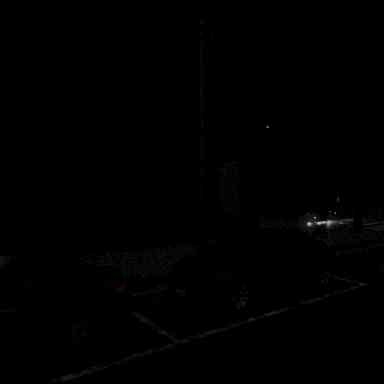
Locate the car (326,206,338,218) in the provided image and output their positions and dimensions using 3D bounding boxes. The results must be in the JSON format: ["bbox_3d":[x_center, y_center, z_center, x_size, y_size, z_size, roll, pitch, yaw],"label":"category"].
[{"bbox_3d":[10.264,1.479,29.125,1.837,1.490,4.892,0,0,-36],"label":"car"}]

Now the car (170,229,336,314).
[{"bbox_3d":[1.555,1.565,7.643,4.313,1.339,1.947,0,0,-35],"label":"car"}]

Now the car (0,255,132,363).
[{"bbox_3d":[-2.883,1.582,4.478,4.206,1.307,1.802,0,0,-35],"label":"car"}]

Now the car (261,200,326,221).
[{"bbox_3d":[7.682,1.531,27.148,2.033,1.411,5.357,0,0,-36],"label":"car"}]
